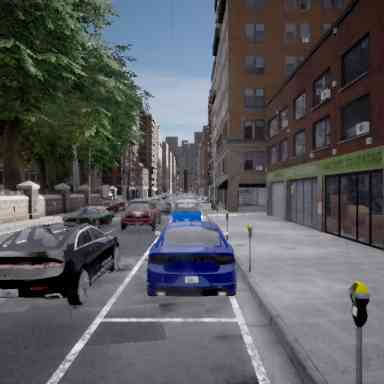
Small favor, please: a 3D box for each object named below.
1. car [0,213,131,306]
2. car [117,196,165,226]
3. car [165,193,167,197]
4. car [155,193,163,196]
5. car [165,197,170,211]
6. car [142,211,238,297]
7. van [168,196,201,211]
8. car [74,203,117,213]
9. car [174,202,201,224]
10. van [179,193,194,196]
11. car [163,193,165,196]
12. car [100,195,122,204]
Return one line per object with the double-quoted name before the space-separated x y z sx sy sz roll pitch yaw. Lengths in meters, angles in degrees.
"car" -3.046 1.487 7.979 2.128 1.511 4.902 0 0 0
"car" -3.147 1.342 21.377 2.097 1.767 4.553 0 0 0
"car" -8.815 1.437 91.530 1.887 1.381 4.507 0 0 0
"car" -8.815 1.432 80.459 1.752 1.417 4.829 0 0 0
"car" -3.049 1.543 33.970 1.994 1.385 4.181 0 0 0
"car" -0.005 1.475 8.650 1.882 1.535 5.008 0 0 0
"van" -0.290 1.333 19.998 1.690 1.788 3.998 0 0 0
"car" -6.251 1.592 20.464 1.895 1.301 4.718 0 0 0
"car" -0.290 1.532 25.659 1.887 1.381 4.507 0 0 0
"van" -0.290 1.317 36.980 1.690 1.788 3.998 0 0 0
"car" -8.815 1.450 86.079 2.008 1.369 4.403 0 0 0
"car" -8.815 1.291 36.940 2.192 1.841 5.009 0 0 0
